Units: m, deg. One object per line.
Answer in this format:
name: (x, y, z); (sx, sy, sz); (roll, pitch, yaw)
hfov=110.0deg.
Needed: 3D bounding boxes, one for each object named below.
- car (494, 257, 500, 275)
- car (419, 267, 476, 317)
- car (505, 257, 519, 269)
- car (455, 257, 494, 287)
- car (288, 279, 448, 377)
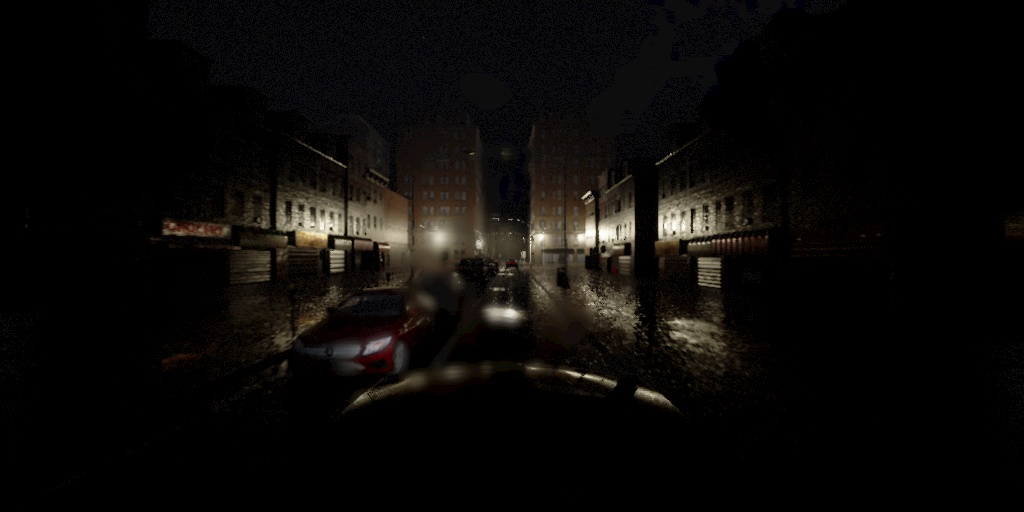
car: (-2.647, 1.008, 35.363); (2.192, 1.841, 5.009); (0, 0, 0)
car: (-2.641, 1.273, 12.909); (2.007, 1.370, 4.403); (0, 0, 0)
car: (-0.014, 1.196, 53.793); (1.837, 1.490, 4.892); (0, 0, 0)
car: (-2.644, 1.018, 24.136); (2.192, 1.841, 5.009); (0, 0, 0)
car: (-2.639, 1.317, 7.296); (1.802, 1.307, 4.207); (0, 0, 0)
